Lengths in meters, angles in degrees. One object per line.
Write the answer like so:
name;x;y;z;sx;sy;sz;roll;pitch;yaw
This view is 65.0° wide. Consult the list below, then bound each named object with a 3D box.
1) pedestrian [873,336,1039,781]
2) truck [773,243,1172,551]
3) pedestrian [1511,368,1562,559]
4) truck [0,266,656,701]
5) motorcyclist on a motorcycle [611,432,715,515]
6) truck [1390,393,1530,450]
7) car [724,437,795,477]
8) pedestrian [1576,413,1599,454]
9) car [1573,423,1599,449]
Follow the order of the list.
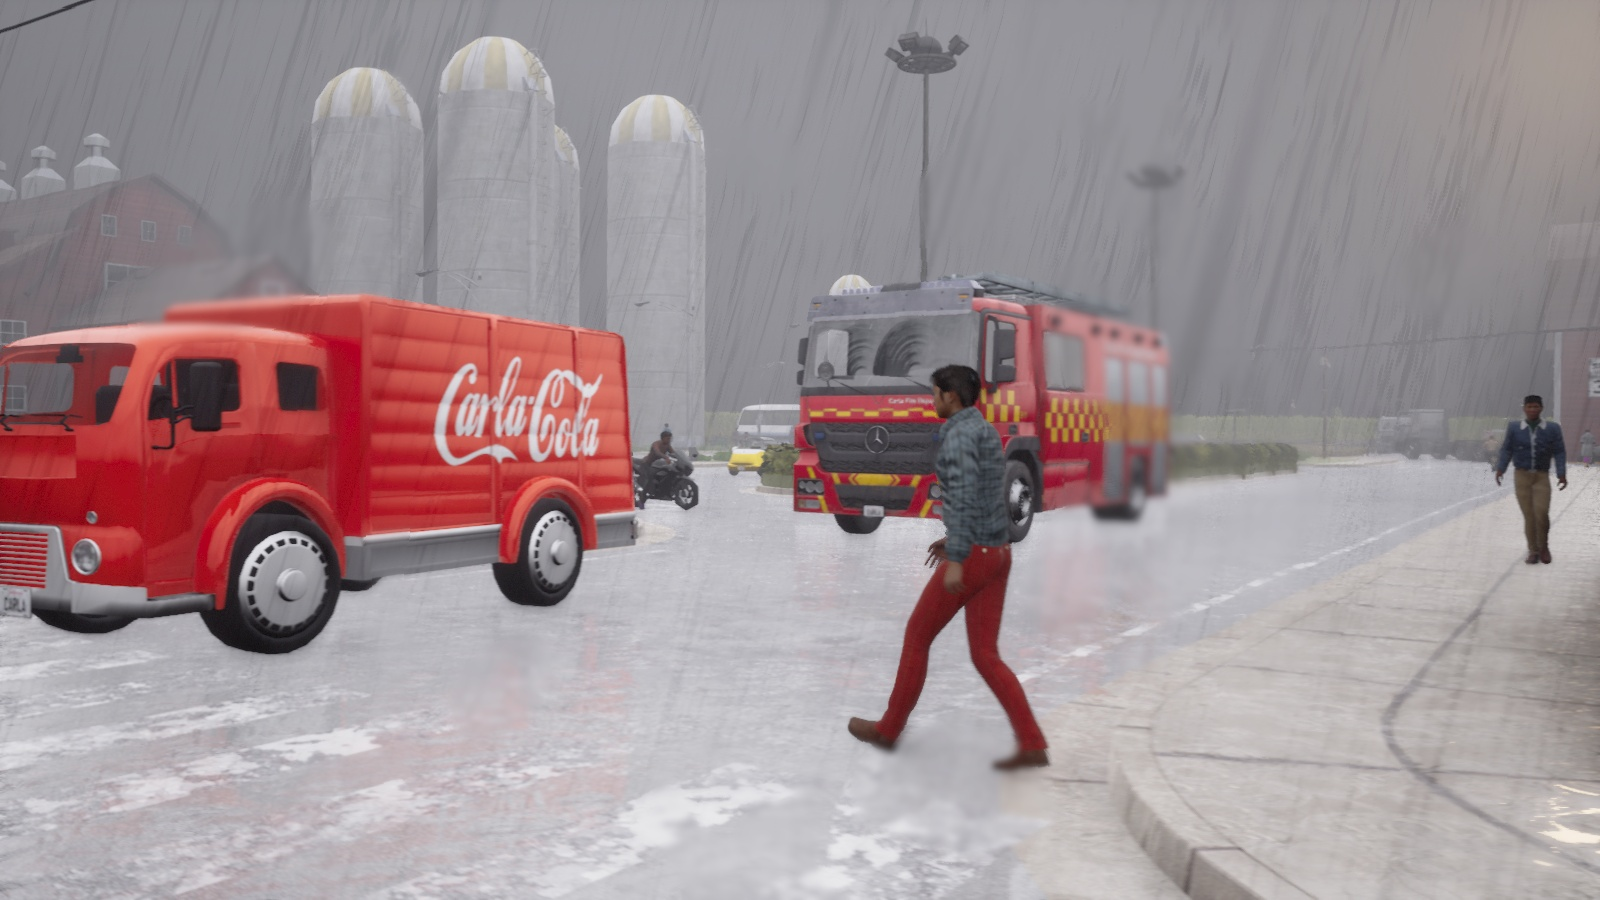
pedestrian;0.684;0.449;5.512;0.614;1.847;0.353;0;1;33
truck;3.176;-0.720;19.960;2.891;3.827;8.468;0;1;33
pedestrian;7.785;0.136;13.262;0.423;1.949;0.788;0;1;33
truck;-3.674;0.156;10.025;2.627;2.467;5.204;0;1;25
motorcyclist on a motorcycle;-2.656;0.433;24.291;2.044;1.523;0.797;0;1;41
truck;42.089;-1.761;80.386;2.891;3.462;7.936;-1;1;-22
car;-1.422;0.238;44.435;1.481;1.376;2.207;0;1;33
pedestrian;38.085;-0.784;60.692;0.659;1.952;0.873;-1;1;4
car;46.238;-0.780;71.013;1.970;1.475;3.806;-1;1;-28
